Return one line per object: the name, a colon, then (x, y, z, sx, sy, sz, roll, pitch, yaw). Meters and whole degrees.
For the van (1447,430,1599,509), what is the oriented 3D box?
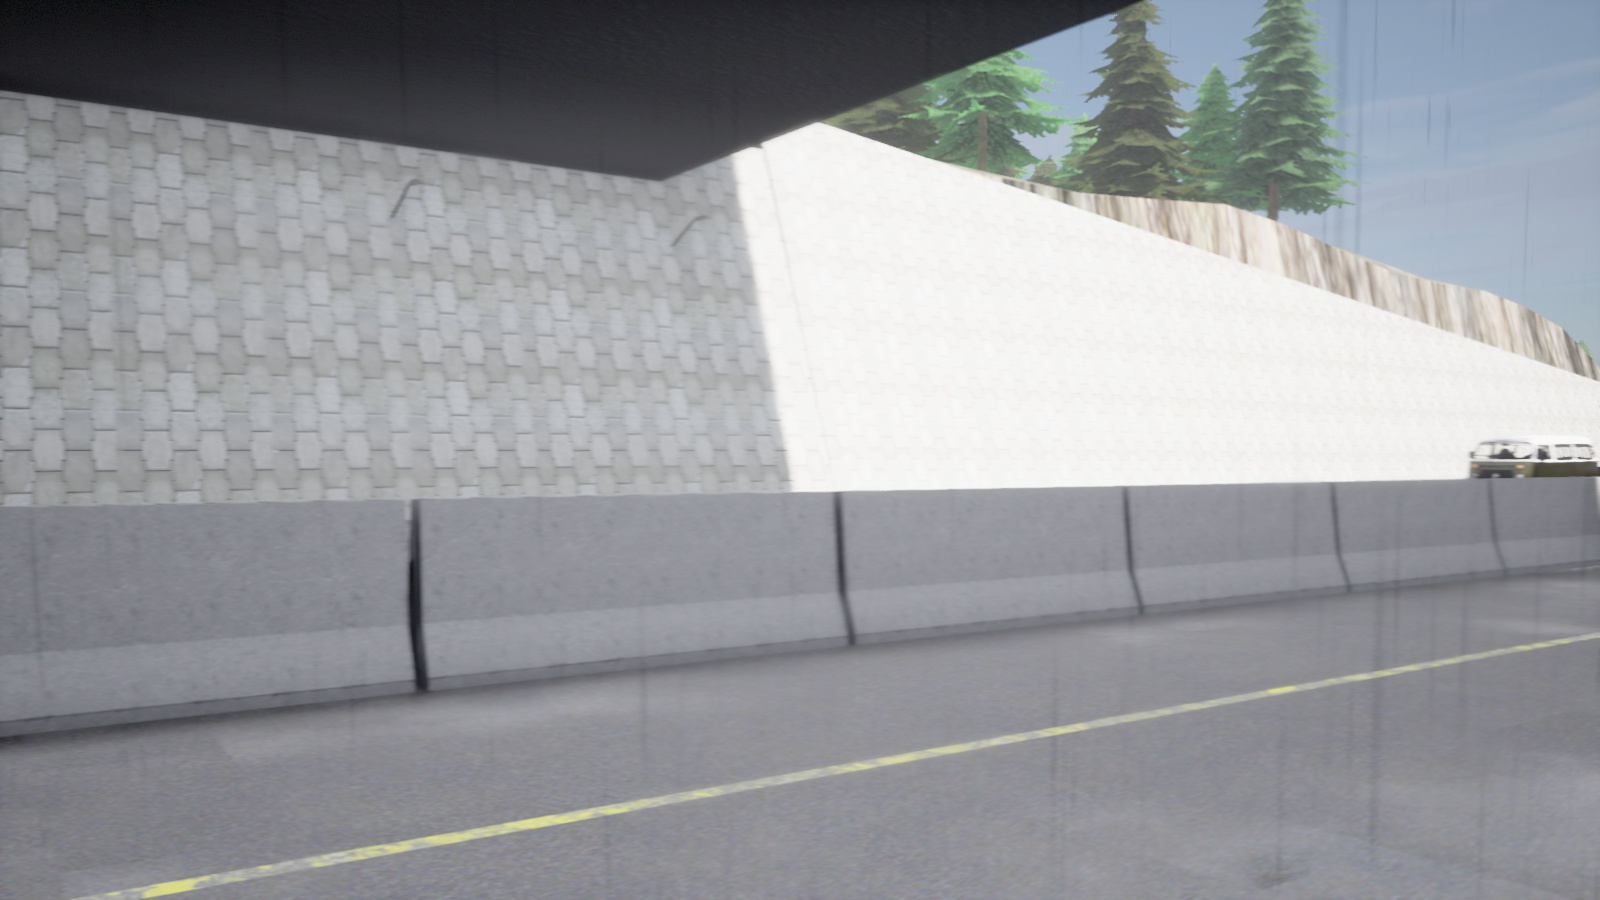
van: (20.106, 0.514, 34.715, 4.480, 2.038, 2.069, 0, 0, -35)
